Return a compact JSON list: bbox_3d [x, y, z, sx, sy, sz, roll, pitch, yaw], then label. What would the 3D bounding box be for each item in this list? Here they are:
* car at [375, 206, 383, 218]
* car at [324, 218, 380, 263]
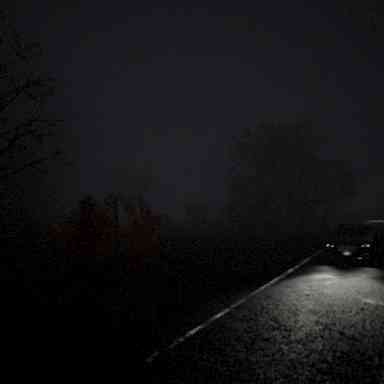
[{"bbox_3d":[29.782,3.201,51.487,2.150,2.045,5.566,-6,-5,34],"label":"car"},{"bbox_3d":[7.161,2.148,14.797,2.128,1.511,4.902,-5,-4,31],"label":"car"}]
